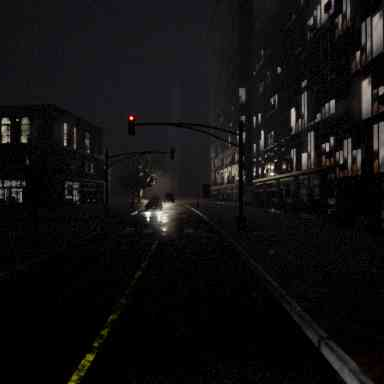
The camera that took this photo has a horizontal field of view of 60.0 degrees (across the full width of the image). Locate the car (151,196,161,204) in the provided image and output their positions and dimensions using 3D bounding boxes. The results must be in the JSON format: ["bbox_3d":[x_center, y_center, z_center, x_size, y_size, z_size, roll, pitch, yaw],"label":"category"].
[{"bbox_3d":[-6.919,1.489,63.463,1.837,1.490,4.892,0,0,-7],"label":"car"}]

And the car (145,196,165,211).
[{"bbox_3d":[-4.494,1.558,39.692,1.994,1.385,4.181,0,0,-4],"label":"car"}]

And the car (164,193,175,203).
[{"bbox_3d":[-4.837,1.208,69.121,2.150,2.045,5.566,0,0,-8],"label":"car"}]

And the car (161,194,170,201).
[{"bbox_3d":[-6.380,1.336,79.389,1.812,1.442,4.674,0,0,-10],"label":"car"}]

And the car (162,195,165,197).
[{"bbox_3d":[-5.436,1.494,50.061,1.837,1.490,4.892,0,0,-6],"label":"car"}]
